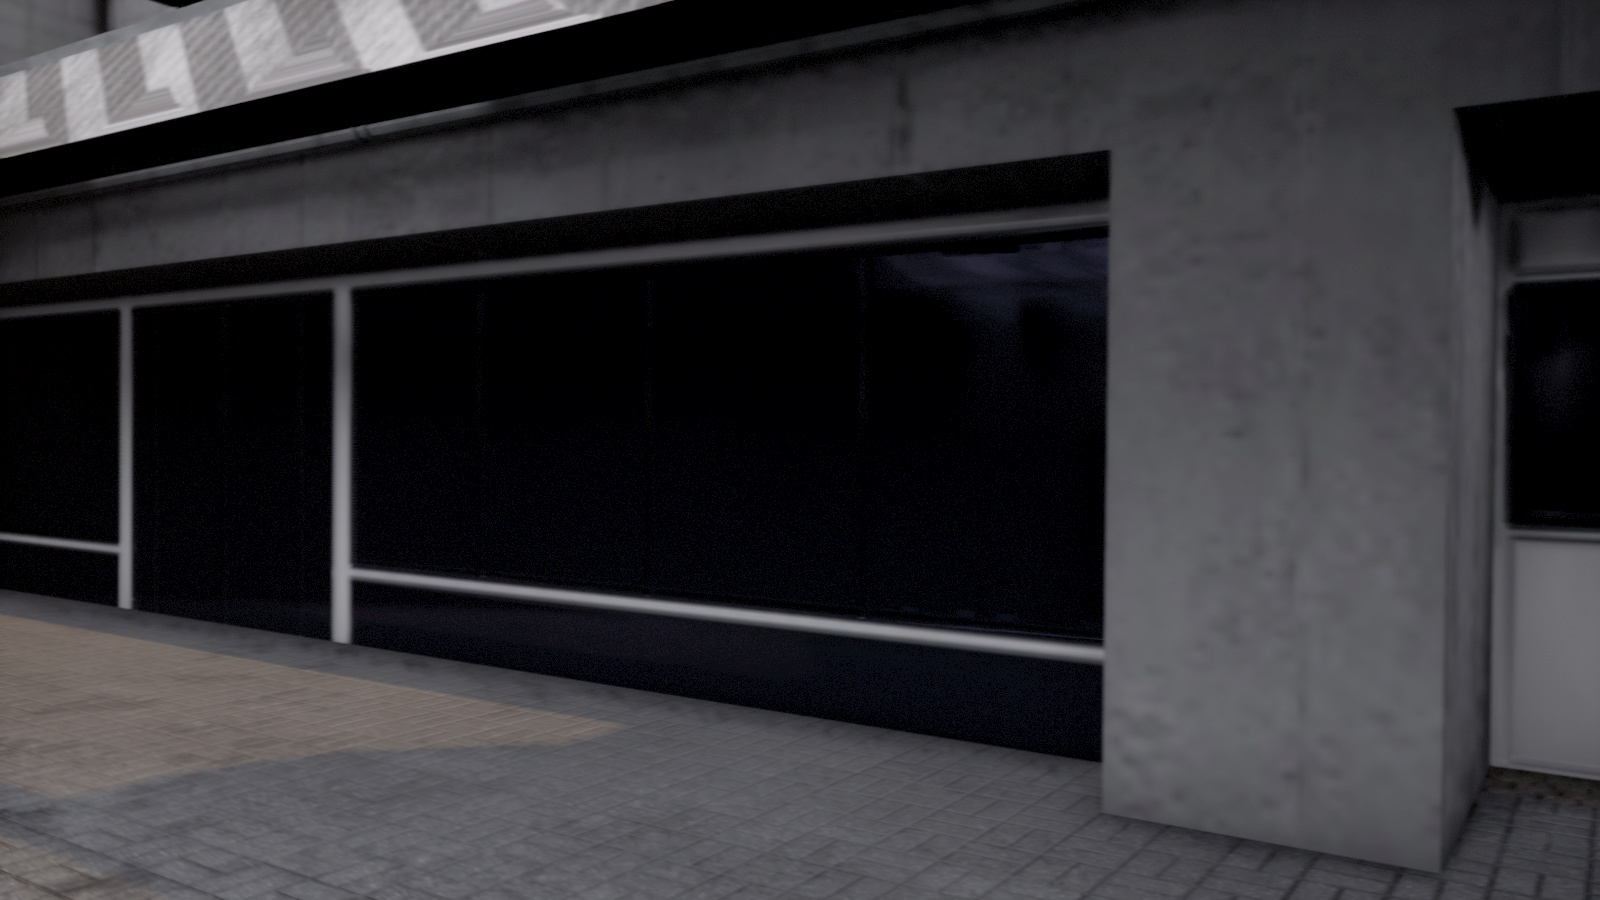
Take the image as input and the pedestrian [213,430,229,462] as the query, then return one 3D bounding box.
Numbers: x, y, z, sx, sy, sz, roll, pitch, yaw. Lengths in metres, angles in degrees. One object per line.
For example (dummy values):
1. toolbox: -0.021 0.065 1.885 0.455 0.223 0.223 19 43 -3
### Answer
1. pedestrian: -33.163 -0.242 71.899 0.376 1.854 0.720 0 1 37
